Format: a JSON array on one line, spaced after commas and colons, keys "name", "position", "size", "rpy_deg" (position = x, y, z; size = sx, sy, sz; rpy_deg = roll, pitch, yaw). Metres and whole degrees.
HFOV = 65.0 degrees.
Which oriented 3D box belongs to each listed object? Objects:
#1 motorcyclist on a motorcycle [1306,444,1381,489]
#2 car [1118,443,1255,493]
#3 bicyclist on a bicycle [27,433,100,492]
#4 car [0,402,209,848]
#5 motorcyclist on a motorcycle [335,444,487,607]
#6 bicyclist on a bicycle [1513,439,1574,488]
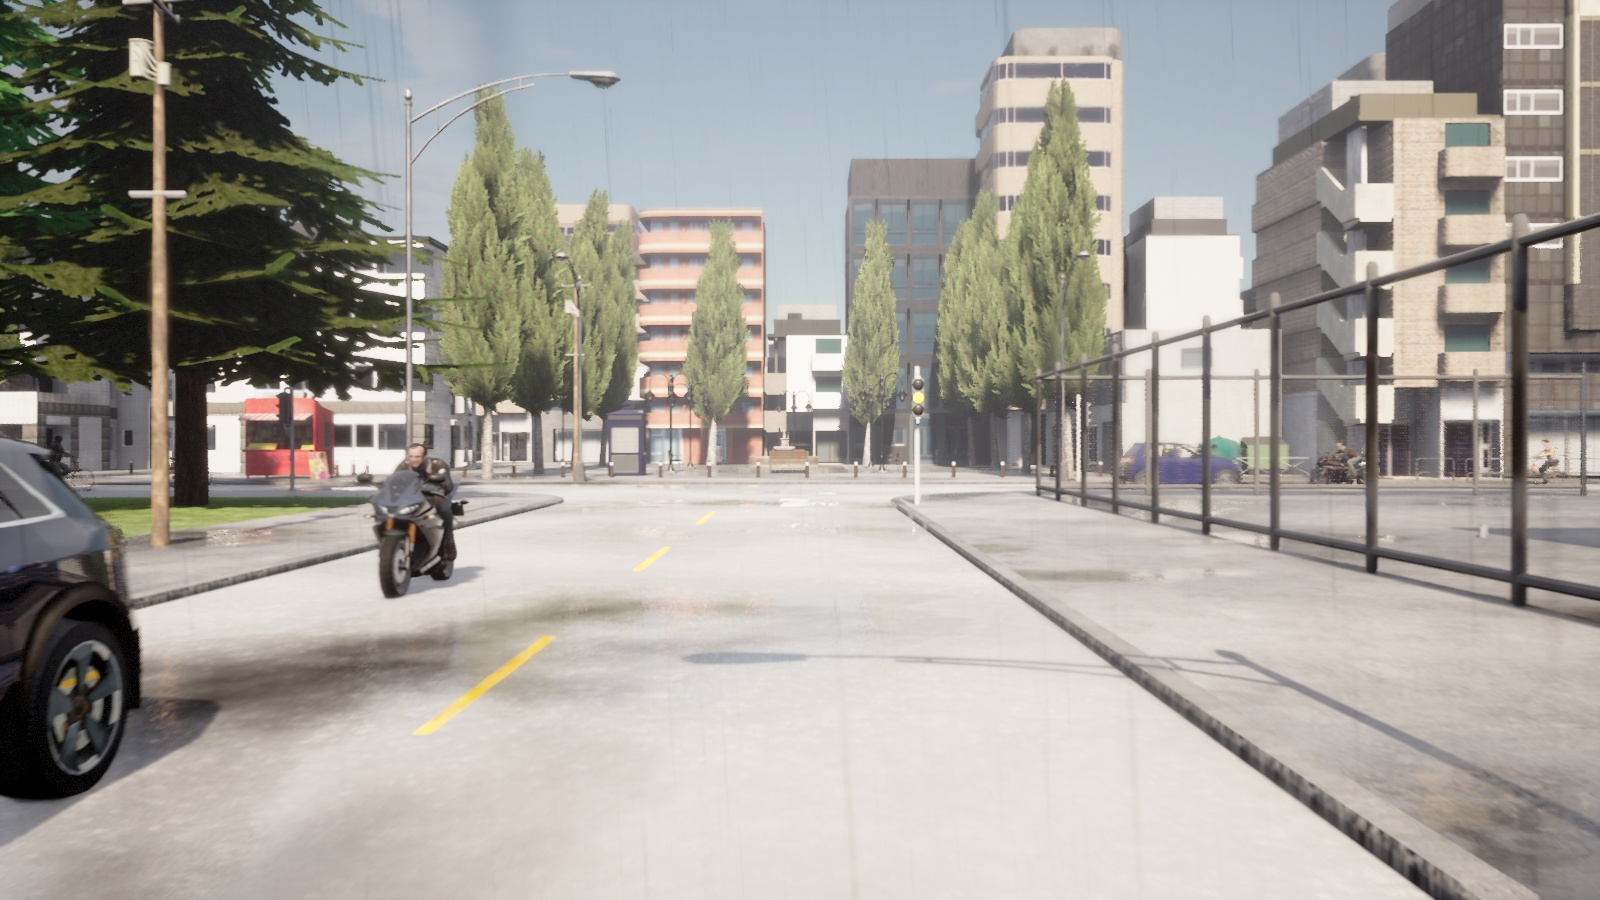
[{"name": "motorcyclist on a motorcycle", "position": [18.443, 0.555, 42.653], "size": [2.191, 1.530, 0.866], "rpy_deg": [0, 0, 0]}, {"name": "car", "position": [11.855, 0.551, 38.689], "size": [3.633, 1.501, 1.845], "rpy_deg": [0, 0, 0]}, {"name": "bicyclist on a bicycle", "position": [-22.761, 0.381, 38.827], "size": [1.843, 1.776, 0.659], "rpy_deg": [0, 0, 1]}, {"name": "car", "position": [-3.970, 0.652, 3.875], "size": [2.033, 1.649, 4.856], "rpy_deg": [0, 0, 0]}, {"name": "motorcyclist on a motorcycle", "position": [-3.923, 0.706, 12.880], "size": [0.866, 1.530, 2.191], "rpy_deg": [0, 0, 0]}, {"name": "bicyclist on a bicycle", "position": [25.214, 0.461, 42.622], "size": [1.509, 1.612, 0.866], "rpy_deg": [1, 0, 1]}]
